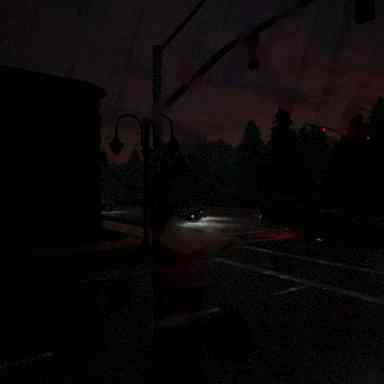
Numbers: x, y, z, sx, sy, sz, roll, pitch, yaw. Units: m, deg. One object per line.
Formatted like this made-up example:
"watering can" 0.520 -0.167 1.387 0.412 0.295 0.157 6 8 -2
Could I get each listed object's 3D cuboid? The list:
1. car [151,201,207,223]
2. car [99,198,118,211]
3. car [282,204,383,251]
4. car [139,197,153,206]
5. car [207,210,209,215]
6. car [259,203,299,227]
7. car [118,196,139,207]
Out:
"car" -1.089 1.564 25.403 1.994 1.385 4.181 0 0 -35
"car" -10.869 1.527 39.520 1.812 1.442 4.674 0 0 -35
"car" 6.638 1.493 14.358 2.128 1.511 4.902 0 0 -35
"car" -7.920 1.505 53.803 1.837 1.490 4.892 0 0 -35
"car" -0.307 1.564 30.397 1.994 1.385 4.181 0 0 -35
"car" 6.391 1.504 20.818 1.837 1.490 4.892 0 0 -35
"car" -10.485 1.352 51.359 2.097 1.767 4.553 0 0 -35
